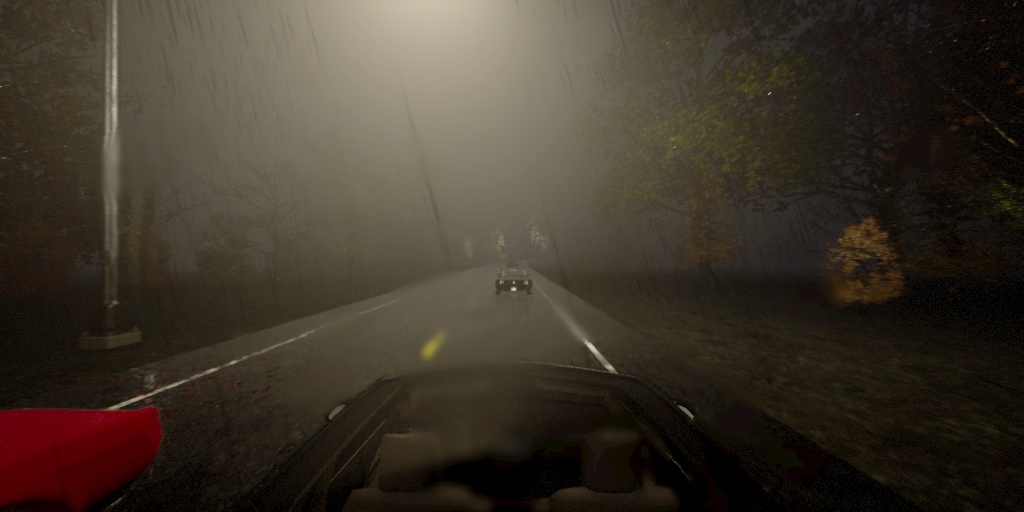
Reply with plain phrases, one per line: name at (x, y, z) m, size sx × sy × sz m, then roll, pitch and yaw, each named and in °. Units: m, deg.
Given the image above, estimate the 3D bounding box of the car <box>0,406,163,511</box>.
car at (-3.599, 1.348, 0.454) m, size 1.895 × 1.301 × 4.718 m, roll 0°, pitch 0°, yaw 0°

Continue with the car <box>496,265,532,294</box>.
car at (0.091, 1.380, 20.368) m, size 1.895 × 1.301 × 4.718 m, roll 0°, pitch 0°, yaw 0°

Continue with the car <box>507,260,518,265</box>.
car at (0.098, 1.414, 65.469) m, size 1.994 × 1.385 × 4.181 m, roll 0°, pitch 0°, yaw 0°
